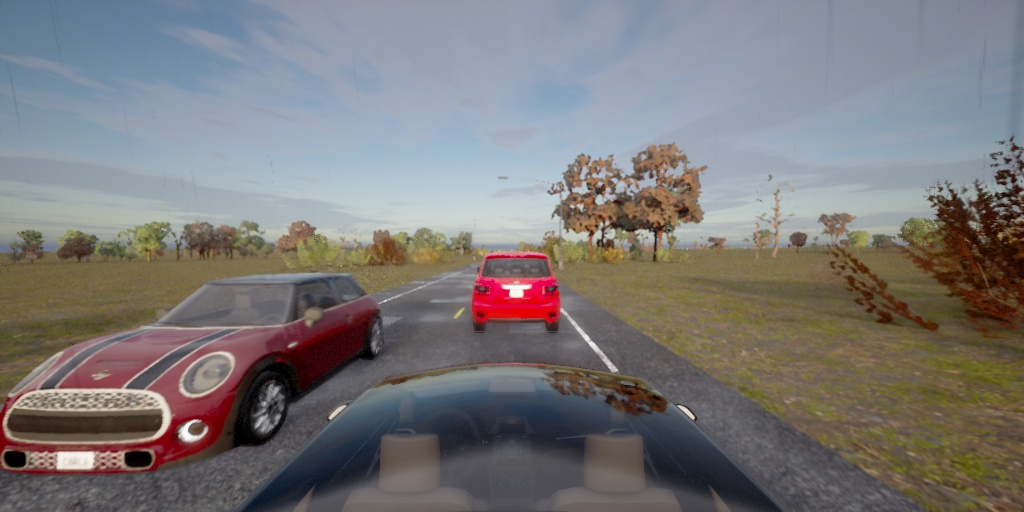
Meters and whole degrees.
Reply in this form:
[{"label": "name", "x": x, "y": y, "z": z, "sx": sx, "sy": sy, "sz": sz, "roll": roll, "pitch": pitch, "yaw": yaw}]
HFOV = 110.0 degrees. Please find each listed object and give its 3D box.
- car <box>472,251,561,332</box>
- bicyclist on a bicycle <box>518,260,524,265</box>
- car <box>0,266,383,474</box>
[{"label": "car", "x": 0.100, "y": 0.881, "z": 10.606, "sx": 2.150, "sy": 2.045, "sz": 5.566, "roll": 0, "pitch": 1, "yaw": 0}, {"label": "bicyclist on a bicycle", "x": 0.983, "y": 0.756, "z": 36.926, "sx": 0.659, "sy": 1.776, "sz": 1.843, "roll": 0, "pitch": 1, "yaw": 0}, {"label": "car", "x": -3.597, "y": 1.066, "z": 5.190, "sx": 2.097, "sy": 1.767, "sz": 4.553, "roll": 0, "pitch": 1, "yaw": 0}]
